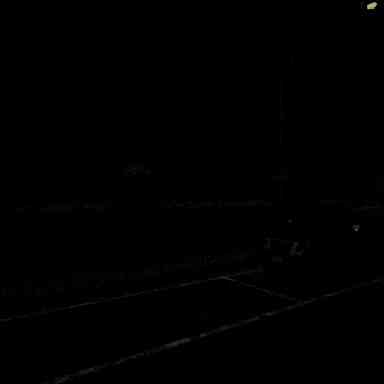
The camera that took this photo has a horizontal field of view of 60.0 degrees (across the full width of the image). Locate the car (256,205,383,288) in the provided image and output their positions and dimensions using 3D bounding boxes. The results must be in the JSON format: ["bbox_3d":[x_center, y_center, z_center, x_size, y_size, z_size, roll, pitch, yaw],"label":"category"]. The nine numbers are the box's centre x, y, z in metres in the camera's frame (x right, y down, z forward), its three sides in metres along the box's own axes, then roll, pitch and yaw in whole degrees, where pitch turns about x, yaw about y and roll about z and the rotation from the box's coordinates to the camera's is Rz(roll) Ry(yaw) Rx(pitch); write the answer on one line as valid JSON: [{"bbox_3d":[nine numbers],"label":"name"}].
[{"bbox_3d":[4.104,1.313,9.466,5.009,1.841,2.192,0,0,-36],"label":"car"}]
